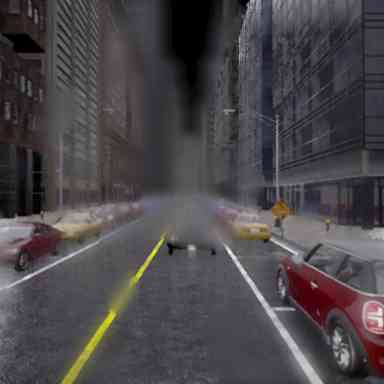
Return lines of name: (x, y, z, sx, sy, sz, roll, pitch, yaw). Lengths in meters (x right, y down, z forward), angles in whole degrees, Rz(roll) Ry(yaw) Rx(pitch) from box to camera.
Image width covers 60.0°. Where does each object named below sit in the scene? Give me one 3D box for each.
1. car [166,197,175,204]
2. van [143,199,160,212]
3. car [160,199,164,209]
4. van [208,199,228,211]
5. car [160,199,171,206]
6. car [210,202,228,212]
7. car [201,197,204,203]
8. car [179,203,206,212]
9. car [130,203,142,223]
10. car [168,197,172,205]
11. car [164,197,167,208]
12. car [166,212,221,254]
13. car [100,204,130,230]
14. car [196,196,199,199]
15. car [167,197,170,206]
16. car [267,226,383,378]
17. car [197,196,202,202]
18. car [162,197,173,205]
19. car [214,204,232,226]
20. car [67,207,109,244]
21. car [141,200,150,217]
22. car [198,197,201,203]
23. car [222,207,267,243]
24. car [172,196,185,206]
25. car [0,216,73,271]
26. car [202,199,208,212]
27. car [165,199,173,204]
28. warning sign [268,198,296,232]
car: (-5.730, 2.159, 89.636, 2.192, 1.841, 5.009, 0, -1, 0)
van: (-5.745, 1.761, 44.824, 1.690, 1.788, 3.998, 0, -1, 0)
car: (-5.744, 2.054, 50.423, 1.802, 1.307, 4.206, 0, -1, 0)
van: (2.777, 1.656, 33.627, 1.690, 1.788, 3.998, 0, -1, 0)
car: (-5.737, 2.249, 72.829, 1.947, 1.339, 4.313, 0, -1, 0)
car: (2.774, 1.807, 28.023, 1.887, 1.381, 4.507, 0, -1, 0)
car: (2.782, 1.913, 50.432, 1.967, 1.590, 4.097, 0, -1, 0)
car: (0.012, 1.874, 29.103, 1.895, 1.301, 4.718, 0, 0, 0)
car: (-5.751, 1.807, 28.017, 1.887, 1.381, 4.507, 0, -1, 0)
car: (-5.738, 2.070, 67.229, 1.967, 1.590, 4.097, 0, -1, 0)
car: (-5.741, 1.965, 56.026, 1.967, 1.590, 4.097, 0, -1, 0)
car: (0.007, 1.734, 14.106, 1.895, 1.301, 4.718, 0, 0, 0)
car: (-5.752, 1.651, 22.416, 1.967, 1.590, 4.097, 0, -1, 0)
car: (2.794, 2.409, 89.644, 1.947, 1.339, 4.313, 0, -1, 0)
car: (-5.740, 2.144, 61.626, 1.947, 1.339, 4.313, 0, -1, 0)
car: (2.768, 1.494, 5.616, 1.967, 1.590, 4.097, 0, -1, 0)
car: (2.792, 2.355, 84.042, 1.947, 1.339, 4.313, 0, -1, 0)
car: (-5.734, 2.051, 78.433, 2.192, 1.841, 5.009, 0, -1, 0)
car: (2.773, 1.755, 22.421, 1.887, 1.381, 4.507, 0, -1, 0)
car: (-5.754, 1.682, 16.644, 1.752, 1.417, 4.829, 0, -1, 0)
car: (-5.749, 1.860, 33.619, 1.887, 1.381, 4.507, 0, -1, 0)
car: (2.787, 2.175, 67.236, 1.887, 1.381, 4.507, 0, -1, 0)
car: (2.771, 1.685, 16.989, 1.752, 1.417, 4.829, 0, -1, 0)
car: (-2.977, 2.171, 71.741, 1.837, 1.490, 4.892, 0, -1, 0)
car: (-5.756, 1.688, 11.212, 1.802, 1.307, 4.206, 0, -1, 0)
car: (2.780, 1.965, 44.829, 1.887, 1.381, 4.507, 0, -1, 0)
car: (-5.733, 2.371, 84.032, 1.802, 1.307, 4.206, 0, -1, 0)
warning sign: (5.070, 1.293, 18.903, 1.300, 1.860, 1.060, 0, -1, 0)
